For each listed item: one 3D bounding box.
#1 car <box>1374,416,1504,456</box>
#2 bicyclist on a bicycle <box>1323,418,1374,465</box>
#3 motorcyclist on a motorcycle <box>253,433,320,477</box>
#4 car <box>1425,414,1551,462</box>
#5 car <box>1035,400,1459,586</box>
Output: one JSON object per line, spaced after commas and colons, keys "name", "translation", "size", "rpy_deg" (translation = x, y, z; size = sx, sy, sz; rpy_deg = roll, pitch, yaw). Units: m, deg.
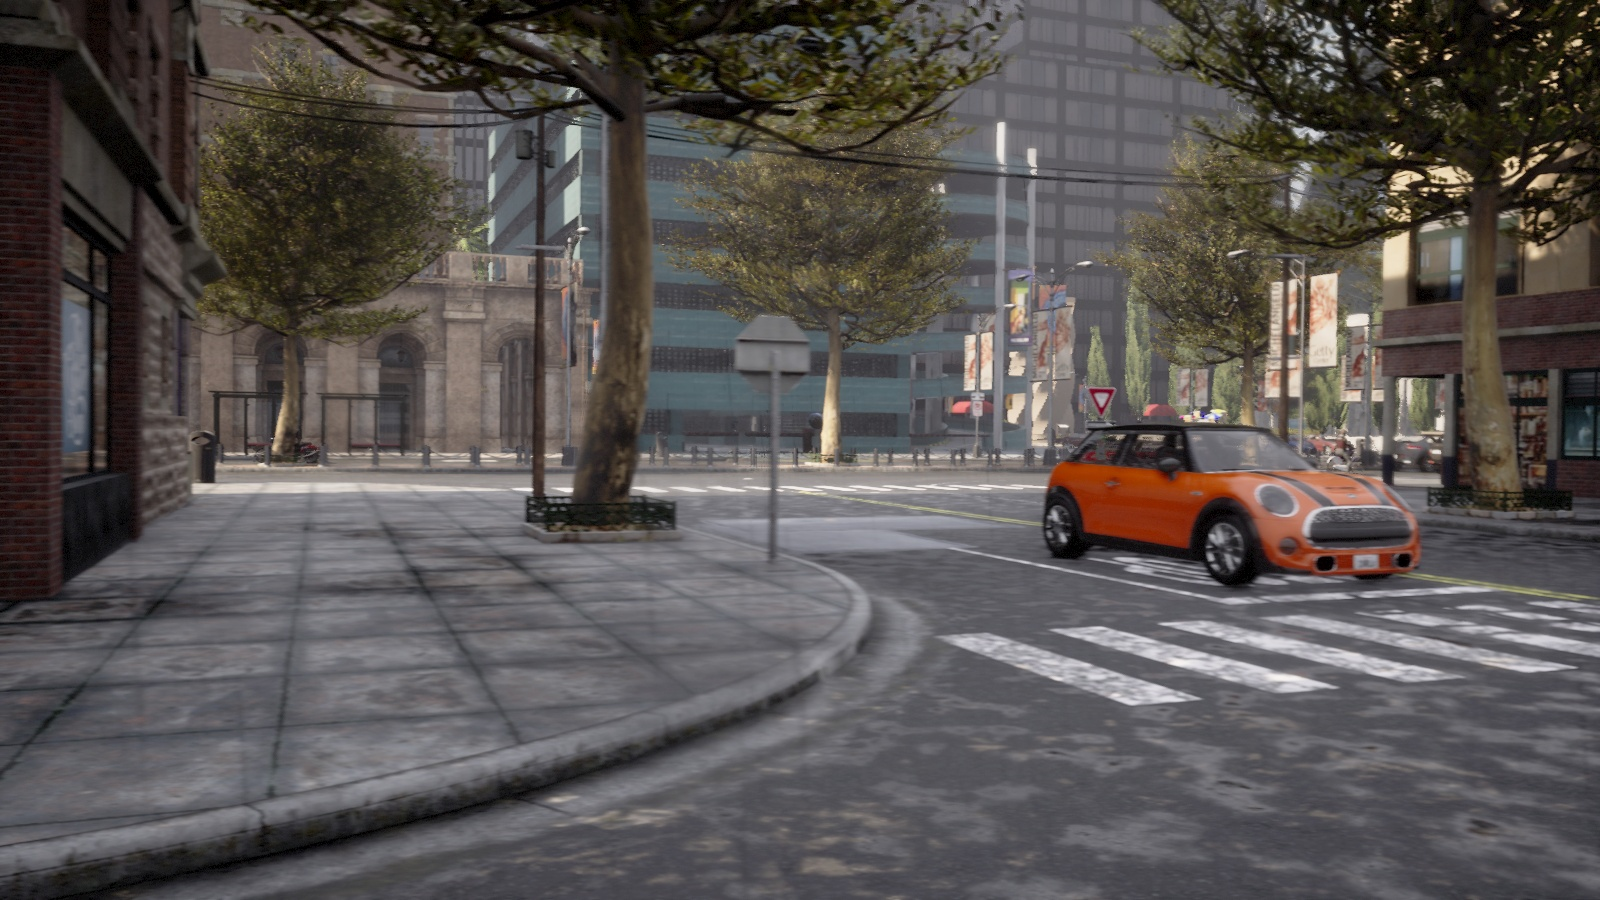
{"name": "car", "translation": [27.635, -0.606, 54.320], "size": [5.027, 1.651, 2.152], "rpy_deg": [-1, 1, -21]}
{"name": "bicyclist on a bicycle", "translation": [20.984, -0.340, 48.065], "size": [1.843, 1.776, 0.659], "rpy_deg": [-1, 1, -21]}
{"name": "motorcyclist on a motorcycle", "translation": [-19.888, 0.172, 48.654], "size": [2.350, 1.649, 0.766], "rpy_deg": [-1, 1, -21]}
{"name": "car", "translation": [27.757, -0.510, 50.675], "size": [4.605, 1.855, 1.932], "rpy_deg": [-1, 1, -21]}
{"name": "car", "translation": [4.837, 0.370, 14.413], "size": [2.097, 1.767, 4.553], "rpy_deg": [-1, 1, -22]}
